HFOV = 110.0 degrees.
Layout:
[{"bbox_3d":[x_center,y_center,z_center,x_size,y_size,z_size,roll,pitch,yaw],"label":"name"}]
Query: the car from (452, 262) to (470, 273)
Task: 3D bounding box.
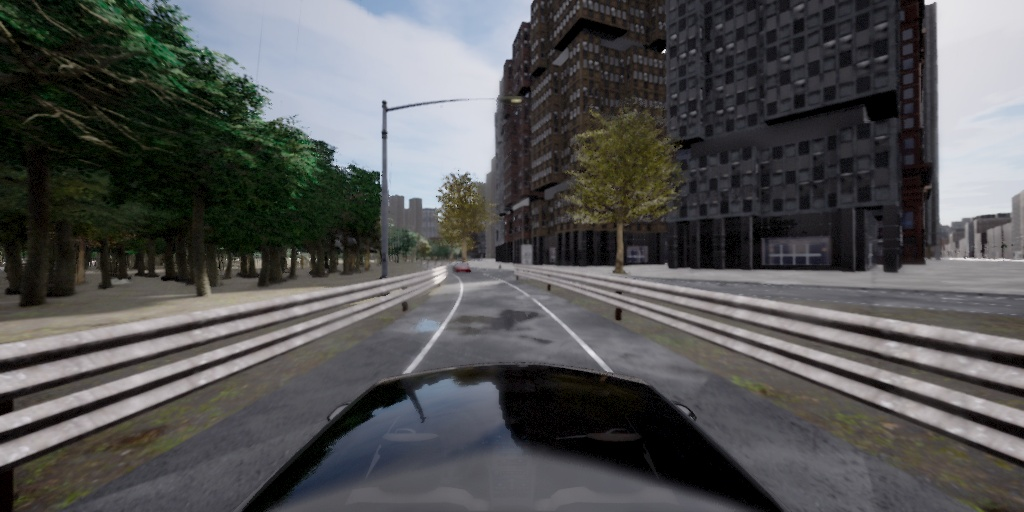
[{"bbox_3d":[-6.898,1.531,48.726,1.994,1.385,4.181,0,0,-16],"label":"car"}]
